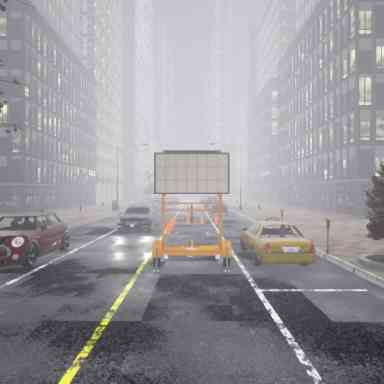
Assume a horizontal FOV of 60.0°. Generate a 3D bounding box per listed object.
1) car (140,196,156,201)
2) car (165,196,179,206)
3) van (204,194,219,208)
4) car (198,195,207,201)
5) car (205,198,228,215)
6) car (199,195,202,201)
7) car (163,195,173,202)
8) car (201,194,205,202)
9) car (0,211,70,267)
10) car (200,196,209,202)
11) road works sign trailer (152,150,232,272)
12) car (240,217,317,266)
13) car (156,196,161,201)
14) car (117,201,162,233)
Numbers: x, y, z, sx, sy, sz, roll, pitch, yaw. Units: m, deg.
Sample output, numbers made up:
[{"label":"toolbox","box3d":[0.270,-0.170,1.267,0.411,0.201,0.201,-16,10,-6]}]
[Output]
[{"label":"car","box3d":[-5.705,1.516,39.467,1.752,1.417,4.829,0,0,0]},{"label":"car","box3d":[-3.015,1.532,53.724,2.033,1.411,5.357,0,0,0]},{"label":"van","box3d":[2.674,1.331,39.624,1.690,1.788,3.998,0,0,0]},{"label":"car","box3d":[2.664,1.514,85.162,2.008,1.369,4.403,0,0,0]},{"label":"car","box3d":[2.677,1.558,33.932,1.947,1.339,4.313,0,0,0]},{"label":"car","box3d":[2.670,1.562,62.393,1.802,1.307,4.206,0,0,0]},{"label":"car","box3d":[-5.715,1.534,79.480,1.947,1.339,4.313,0,0,0]},{"label":"car","box3d":[2.674,1.428,45.317,1.967,1.590,4.097,0,0,0]},{"label":"car","box3d":[-5.698,1.439,11.178,1.967,1.590,4.097,0,0,0]},{"label":"car","box3d":[2.667,1.517,73.778,1.887,1.381,4.507,0,0,0]},{"label":"road works sign trailer","box3d":[-0.004,0.463,10.742,2.380,3.560,2.880,0,0,0]},{"label":"car","box3d":[2.683,1.524,11.334,1.752,1.417,4.829,0,0,0]},{"label":"car","box3d":[-5.706,1.570,45.329,1.802,1.307,4.206,0,0,0]},{"label":"car","box3d":[-3.105,1.501,19.639,1.837,1.490,4.892,0,0,0]}]
